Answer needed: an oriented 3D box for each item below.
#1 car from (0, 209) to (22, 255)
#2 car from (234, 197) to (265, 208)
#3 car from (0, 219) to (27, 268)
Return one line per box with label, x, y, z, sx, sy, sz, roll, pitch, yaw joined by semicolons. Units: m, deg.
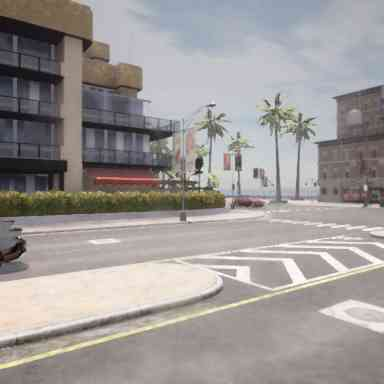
car;-8.898;1.492;11.773;4.902;1.511;2.128;0;0;-35
car;8.258;1.468;48.033;1.882;1.535;5.008;0;0;-35
car;-7.086;1.492;8.770;4.902;1.511;2.128;0;0;-36
